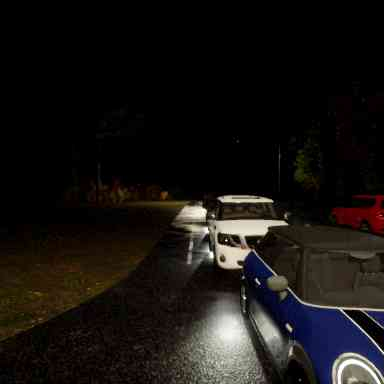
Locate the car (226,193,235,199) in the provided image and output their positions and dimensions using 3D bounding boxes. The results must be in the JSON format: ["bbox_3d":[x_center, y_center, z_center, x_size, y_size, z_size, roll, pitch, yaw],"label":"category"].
[{"bbox_3d":[9.954,1.088,87.150,1.994,1.385,4.181,0,0,1],"label":"car"}]

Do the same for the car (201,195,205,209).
[{"bbox_3d":[2.207,1.259,41.886,1.882,1.535,5.008,0,0,1],"label":"car"}]

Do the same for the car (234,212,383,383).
[{"bbox_3d":[1.936,1.338,4.186,2.097,1.767,4.553,0,0,-1],"label":"car"}]

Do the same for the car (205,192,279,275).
[{"bbox_3d":[1.680,1.160,10.531,2.150,2.045,5.566,0,0,1],"label":"car"}]

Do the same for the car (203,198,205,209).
[{"bbox_3d":[1.881,1.380,23.119,1.837,1.490,4.892,0,0,1],"label":"car"}]

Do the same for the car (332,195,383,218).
[{"bbox_3d":[8.747,1.152,16.219,2.150,2.045,5.566,0,0,1],"label":"car"}]

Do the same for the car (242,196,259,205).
[{"bbox_3d":[9.392,1.324,53.527,1.895,1.301,4.718,0,0,1],"label":"car"}]

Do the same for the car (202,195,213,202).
[{"bbox_3d":[3.045,1.266,64.083,1.895,1.301,4.718,0,0,5],"label":"car"}]
